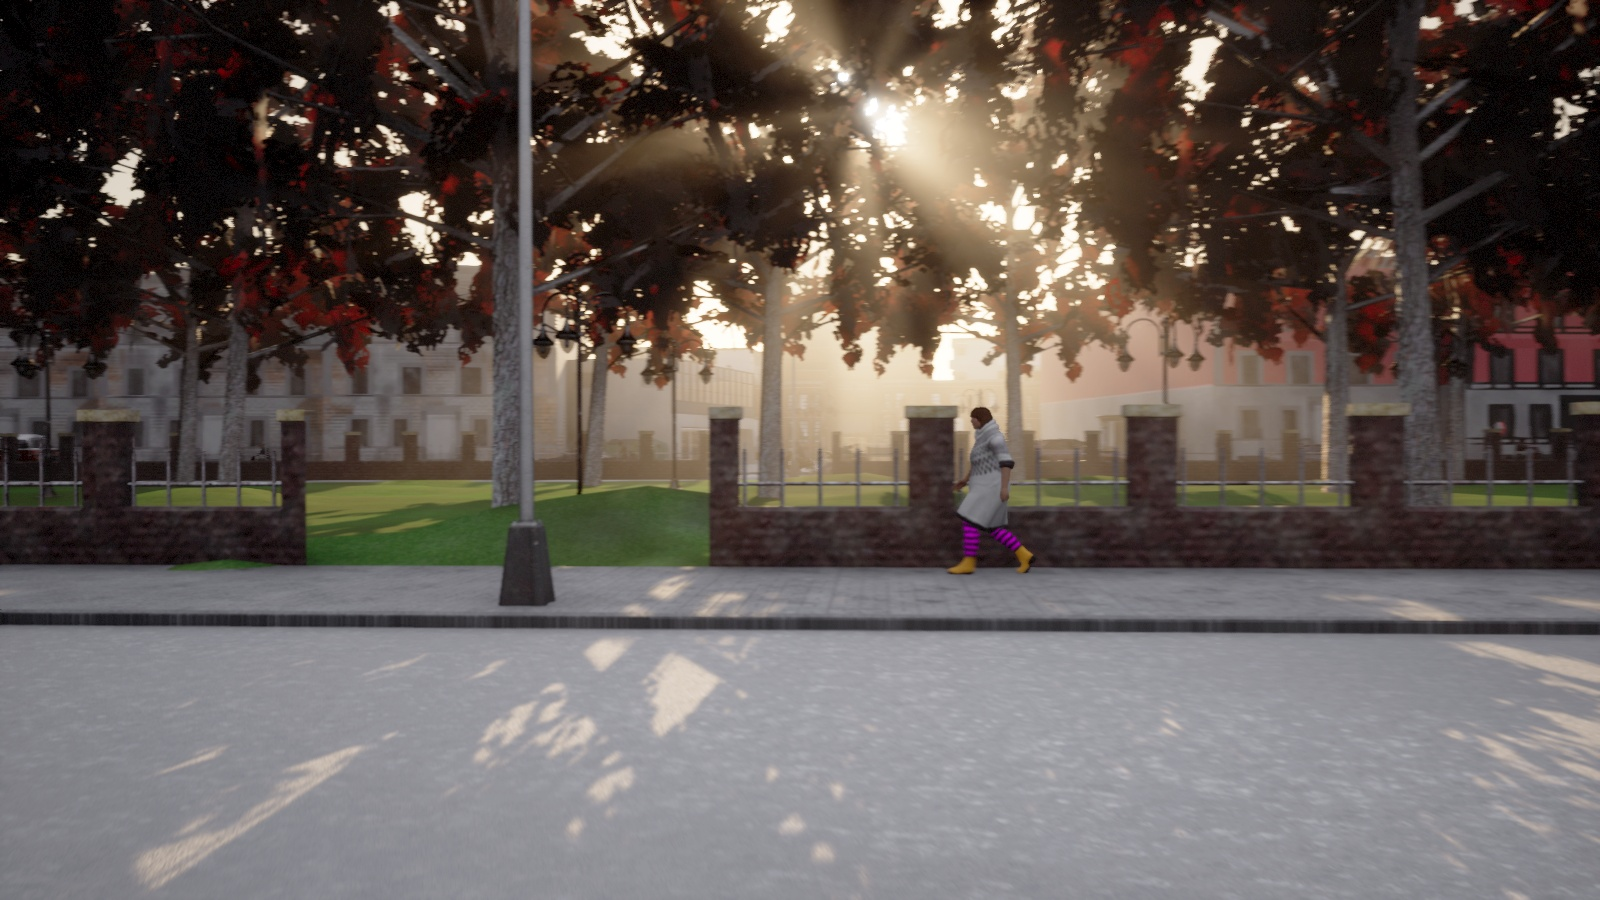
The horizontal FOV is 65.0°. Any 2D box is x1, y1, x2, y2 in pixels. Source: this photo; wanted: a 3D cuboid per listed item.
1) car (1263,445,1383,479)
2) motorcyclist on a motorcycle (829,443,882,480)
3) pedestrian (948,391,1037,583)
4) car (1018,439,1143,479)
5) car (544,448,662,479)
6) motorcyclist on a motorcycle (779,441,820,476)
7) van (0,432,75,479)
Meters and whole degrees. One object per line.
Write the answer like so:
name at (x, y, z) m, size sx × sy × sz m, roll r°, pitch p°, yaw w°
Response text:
car at (21.541, 0.474, 51.841) m, size 4.181 × 1.385 × 1.994 m, roll 0°, pitch 0°, yaw 5°
motorcyclist on a motorcycle at (2.361, 0.475, 53.148) m, size 2.191 × 1.530 × 0.866 m, roll 0°, pitch 0°, yaw 4°
pedestrian at (2.002, 0.378, 13.144) m, size 0.873 × 1.952 × 0.659 m, roll 0°, pitch 0°, yaw 4°
car at (11.670, 0.355, 52.509) m, size 4.856 × 1.649 × 2.033 m, roll 0°, pitch 0°, yaw 4°
car at (-8.424, 0.557, 53.887) m, size 4.718 × 1.301 × 1.895 m, roll 0°, pitch 0°, yaw 4°
motorcyclist on a motorcycle at (-0.018, 0.374, 57.320) m, size 1.817 × 1.590 × 0.866 m, roll 0°, pitch 0°, yaw 4°
van at (-34.949, 0.221, 55.670) m, size 4.480 × 2.038 × 2.069 m, roll 0°, pitch 0°, yaw 4°
